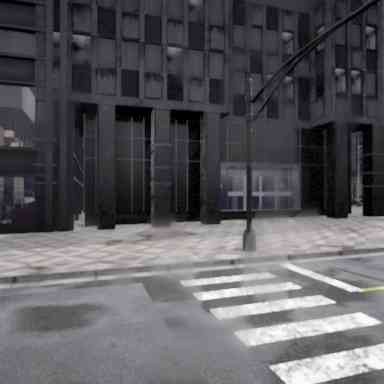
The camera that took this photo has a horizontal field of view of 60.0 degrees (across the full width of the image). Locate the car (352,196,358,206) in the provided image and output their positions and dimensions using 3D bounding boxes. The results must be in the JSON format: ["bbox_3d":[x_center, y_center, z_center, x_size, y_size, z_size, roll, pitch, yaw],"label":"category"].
[{"bbox_3d":[20.489,1.289,45.188,1.895,1.301,4.718,0,-1,-16],"label":"car"}]

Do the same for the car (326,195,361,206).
[{"bbox_3d":[22.481,1.219,49.671,2.128,1.511,4.902,0,0,-16],"label":"car"}]
